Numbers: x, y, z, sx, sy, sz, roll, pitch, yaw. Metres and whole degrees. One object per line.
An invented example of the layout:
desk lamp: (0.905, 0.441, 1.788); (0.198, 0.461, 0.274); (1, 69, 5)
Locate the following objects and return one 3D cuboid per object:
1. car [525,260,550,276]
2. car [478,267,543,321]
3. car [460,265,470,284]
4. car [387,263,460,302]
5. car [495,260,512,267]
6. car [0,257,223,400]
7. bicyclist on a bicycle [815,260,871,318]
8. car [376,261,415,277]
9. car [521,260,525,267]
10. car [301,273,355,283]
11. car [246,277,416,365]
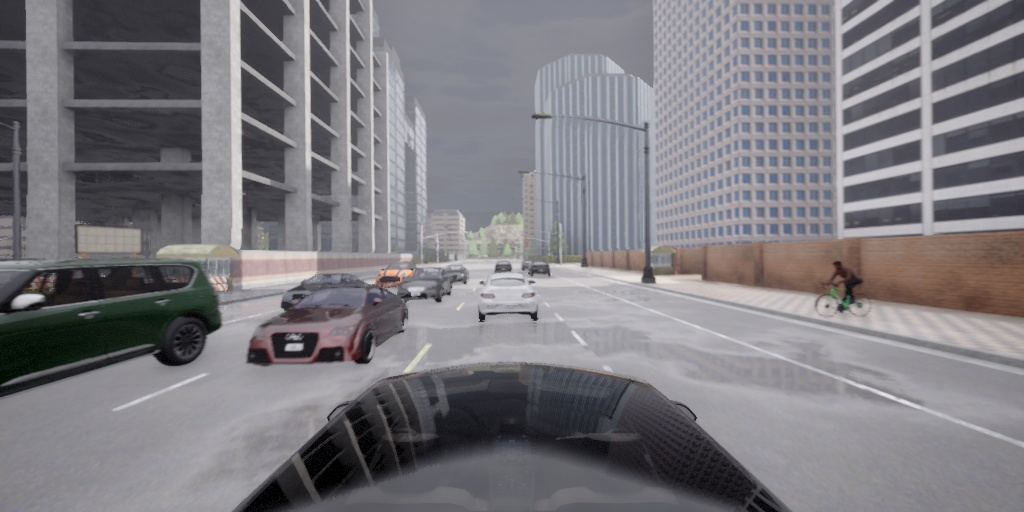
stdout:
car: (2.667, 1.202, 35.874); (1.882, 1.535, 5.008); (-1, 0, -2)
car: (-0.161, 1.278, 12.428); (1.812, 1.442, 4.674); (-1, 0, -2)
car: (-4.262, 1.362, 26.905); (1.994, 1.385, 4.181); (-1, 0, -2)
car: (-3.992, 1.286, 17.077); (2.128, 1.511, 4.902); (-1, 0, -2)
car: (-0.965, 1.241, 40.663); (1.882, 1.535, 5.008); (-1, 0, -2)
car: (-7.159, 1.049, 5.265); (2.150, 2.045, 5.566); (-1, 0, -2)
bicyclist on a bicycle: (9.424, 0.951, 10.204); (1.656, 1.620, 0.582); (-1, 0, -2)
car: (-7.704, 1.186, 24.719); (2.097, 1.767, 4.553); (-1, 0, -1)
car: (2.268, 1.256, 49.367); (1.812, 1.442, 4.674); (-1, 0, -2)
car: (-7.422, 1.394, 14.678); (1.994, 1.385, 4.181); (-1, 0, -1)
car: (-3.732, 1.355, 8.049); (1.994, 1.385, 4.181); (-1, 0, -2)
